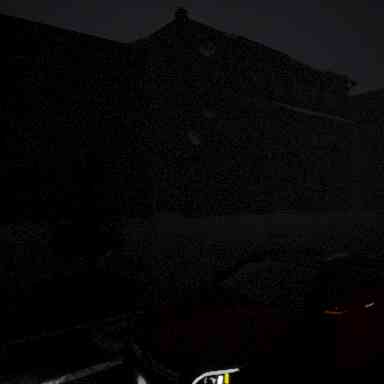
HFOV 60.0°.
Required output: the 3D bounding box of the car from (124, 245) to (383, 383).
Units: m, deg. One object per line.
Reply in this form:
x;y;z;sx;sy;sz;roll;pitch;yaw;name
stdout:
1.393;1.534;4.531;4.674;1.442;1.812;0;0;-37;car
